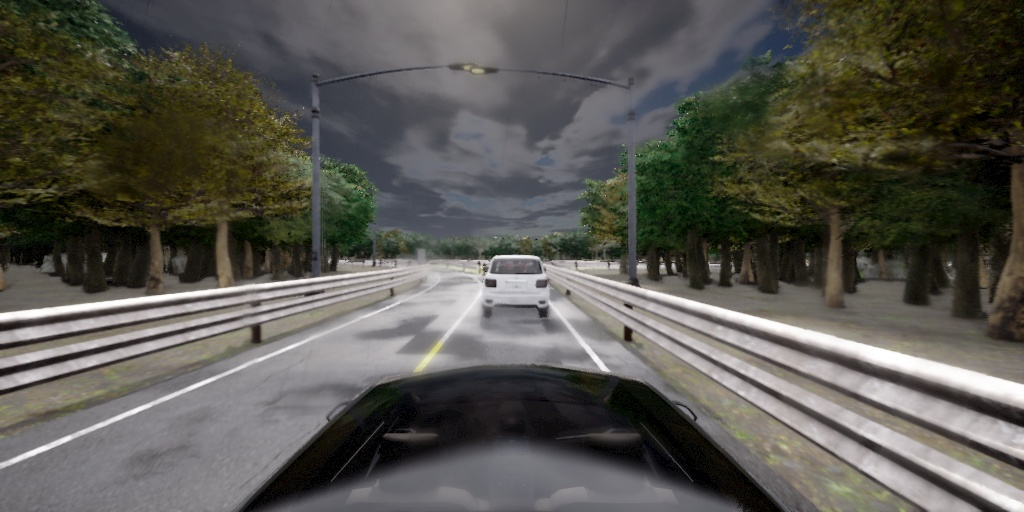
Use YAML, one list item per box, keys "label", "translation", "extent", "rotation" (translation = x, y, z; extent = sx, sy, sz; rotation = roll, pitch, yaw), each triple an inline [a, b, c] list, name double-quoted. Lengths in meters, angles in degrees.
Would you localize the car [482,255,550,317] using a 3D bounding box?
- label: "car"
  translation: [0.131, 0.998, 13.406]
  extent: [2.150, 2.045, 5.566]
  rotation: [1, 0, 0]
